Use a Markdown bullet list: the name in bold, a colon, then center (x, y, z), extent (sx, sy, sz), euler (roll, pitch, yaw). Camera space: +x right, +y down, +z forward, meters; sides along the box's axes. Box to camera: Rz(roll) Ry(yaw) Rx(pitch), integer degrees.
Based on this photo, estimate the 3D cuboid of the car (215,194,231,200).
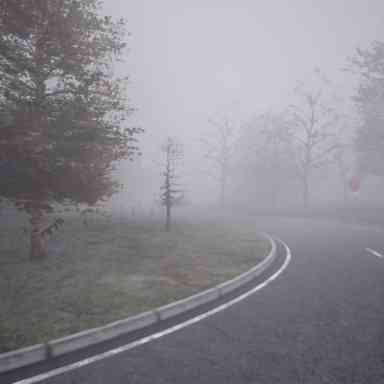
- **car**: center (8.601, 1.435, 92.085), extent (2.033, 1.411, 5.357), euler (0, 1, 17)
